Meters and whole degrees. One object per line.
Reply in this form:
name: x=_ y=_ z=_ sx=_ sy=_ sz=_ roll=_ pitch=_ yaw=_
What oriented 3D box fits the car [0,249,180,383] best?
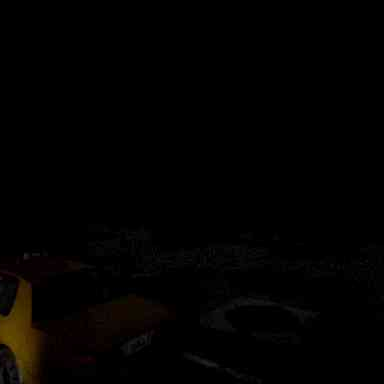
car: x=-2.407 y=1.503 z=4.794 sx=4.829 sy=1.417 sz=1.752 roll=1 pitch=0 yaw=37
